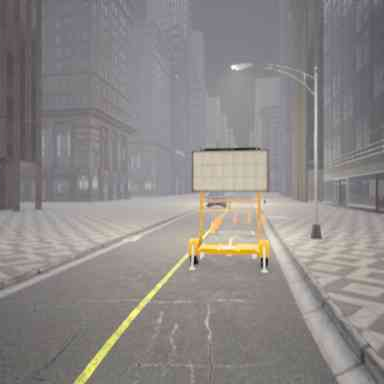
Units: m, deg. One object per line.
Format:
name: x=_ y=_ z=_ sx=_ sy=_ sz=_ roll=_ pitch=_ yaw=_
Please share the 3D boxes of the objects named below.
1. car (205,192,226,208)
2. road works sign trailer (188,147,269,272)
car: x=2.960 y=0.932 z=40.364 sx=2.150 sy=2.045 sz=5.566 roll=0 pitch=1 yaw=9
road works sign trailer: x=1.215 y=0.398 z=10.617 sx=2.380 sy=3.560 sz=2.880 roll=0 pitch=0 yaw=9
